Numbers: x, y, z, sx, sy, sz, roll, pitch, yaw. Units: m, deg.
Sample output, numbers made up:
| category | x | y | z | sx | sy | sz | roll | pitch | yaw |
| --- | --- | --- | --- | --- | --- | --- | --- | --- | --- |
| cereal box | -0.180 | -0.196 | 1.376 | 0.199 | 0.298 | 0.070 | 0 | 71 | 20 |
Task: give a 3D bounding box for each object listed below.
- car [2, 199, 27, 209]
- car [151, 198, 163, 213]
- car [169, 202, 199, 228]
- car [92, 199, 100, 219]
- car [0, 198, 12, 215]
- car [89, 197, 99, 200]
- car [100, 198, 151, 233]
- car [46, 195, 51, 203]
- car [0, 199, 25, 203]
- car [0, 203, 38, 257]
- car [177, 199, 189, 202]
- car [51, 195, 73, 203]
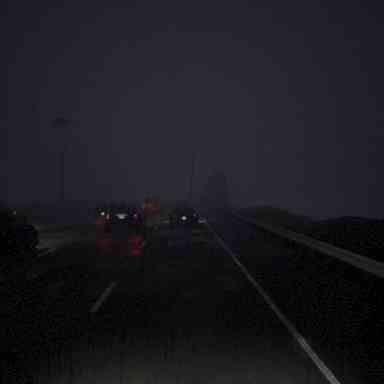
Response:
| category | x | y | z | sx | sy | sz | roll | pitch | yaw |
| --- | --- | --- | --- | --- | --- | --- | --- | --- | --- |
| car | -29.690 | 1.918 | 55.733 | 1.812 | 1.442 | 4.674 | 0 | 0 | -1 |
| car | -4.537 | 1.489 | 38.492 | 2.097 | 1.767 | 4.553 | 0 | 0 | -2 |
| car | -0.560 | 1.628 | 23.069 | 1.994 | 1.385 | 4.181 | 0 | 0 | -2 |
| car | -7.817 | 1.651 | 31.340 | 1.837 | 1.490 | 4.892 | 0 | 0 | -2 |
| car | -22.189 | 1.632 | 36.918 | 2.097 | 1.767 | 4.553 | 0 | 0 | -2 |
| car | -23.203 | 1.927 | 78.831 | 2.033 | 1.411 | 5.357 | 0 | 0 | -1 |
| car | -3.991 | 1.439 | 20.703 | 2.097 | 1.767 | 4.553 | 0 | 0 | -2 |
| car | -33.725 | 1.645 | 81.512 | 2.150 | 2.045 | 5.566 | 0 | 0 | 0 |
| car | -10.921 | 1.491 | 18.311 | 2.097 | 1.767 | 4.553 | 0 | 0 | -2 |
| car | -7.212 | 1.443 | 11.549 | 2.097 | 1.767 | 4.553 | 0 | 0 | -2 |
| car | -1.105 | 1.639 | 40.767 | 1.812 | 1.442 | 4.674 | 0 | 0 | -2 |
| car | -26.566 | 1.625 | 69.025 | 2.150 | 2.045 | 5.566 | 0 | 0 | -2 |
